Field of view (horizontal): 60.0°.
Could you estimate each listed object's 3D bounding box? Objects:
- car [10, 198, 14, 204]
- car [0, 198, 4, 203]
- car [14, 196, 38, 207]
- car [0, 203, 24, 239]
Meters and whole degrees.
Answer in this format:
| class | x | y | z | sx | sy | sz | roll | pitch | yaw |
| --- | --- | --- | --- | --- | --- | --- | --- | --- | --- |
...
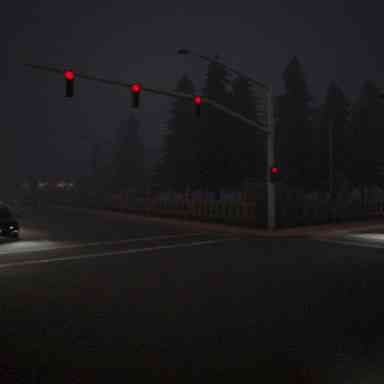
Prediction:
| class | x | y | z | sx | sy | sz | roll | pitch | yaw |
| --- | --- | --- | --- | --- | --- | --- | --- | --- | --- |
| car | -29.168 | 1.553 | 55.604 | 1.895 | 1.301 | 4.718 | -1 | 0 | -36 |
| car | -30.491 | 1.578 | 51.483 | 1.895 | 1.301 | 4.718 | -1 | 0 | -36 |
| car | -23.903 | 1.307 | 48.329 | 2.097 | 1.767 | 4.553 | -1 | 0 | -36 |
| car | -10.030 | 1.524 | 16.777 | 1.837 | 1.490 | 4.892 | -1 | 0 | -36 |
